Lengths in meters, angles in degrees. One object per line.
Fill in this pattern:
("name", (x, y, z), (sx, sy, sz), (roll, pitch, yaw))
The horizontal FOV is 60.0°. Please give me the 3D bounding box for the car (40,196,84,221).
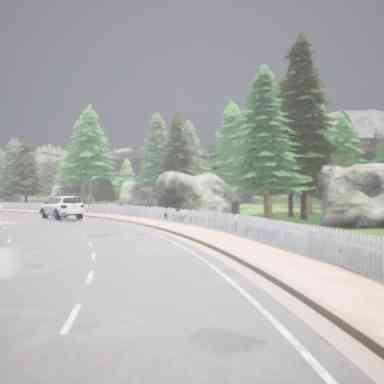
("car", (-11.673, 1.412, 29.776), (2.150, 2.045, 5.566), (0, -1, -43))
